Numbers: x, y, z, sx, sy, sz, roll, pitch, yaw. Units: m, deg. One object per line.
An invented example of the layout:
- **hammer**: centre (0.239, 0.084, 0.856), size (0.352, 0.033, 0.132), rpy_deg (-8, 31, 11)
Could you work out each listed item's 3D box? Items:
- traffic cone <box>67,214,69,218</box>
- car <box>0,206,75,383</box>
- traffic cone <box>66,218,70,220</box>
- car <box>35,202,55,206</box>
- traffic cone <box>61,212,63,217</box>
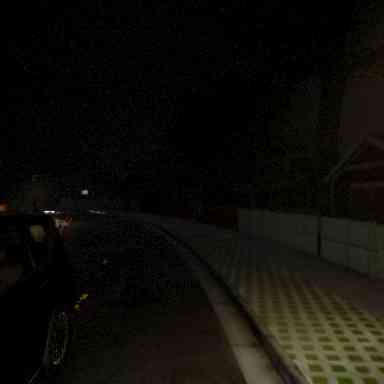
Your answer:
- **traffic cone**: centre (-9.911, 2.297, 27.236), size (0.340, 0.580, 0.340), rpy_deg (0, -1, -22)
- **car**: centre (-2.615, 1.259, 2.628), size (2.150, 2.045, 5.566), rpy_deg (0, -1, -4)
- **traffic cone**: centre (-8.261, 2.241, 22.680), size (0.340, 0.580, 0.340), rpy_deg (0, -1, -18)
- **car**: centre (-22.368, 2.195, 50.750), size (1.994, 1.385, 4.181), rpy_deg (1, -1, -45)
- **traffic cone**: centre (-14.041, 2.406, 35.998), size (0.340, 0.580, 0.340), rpy_deg (0, -1, -29)
